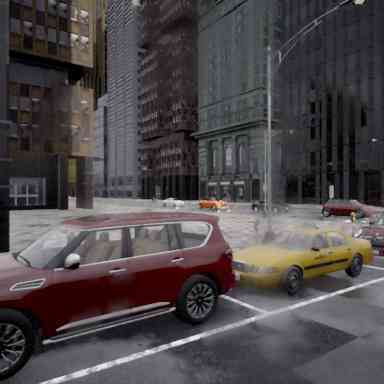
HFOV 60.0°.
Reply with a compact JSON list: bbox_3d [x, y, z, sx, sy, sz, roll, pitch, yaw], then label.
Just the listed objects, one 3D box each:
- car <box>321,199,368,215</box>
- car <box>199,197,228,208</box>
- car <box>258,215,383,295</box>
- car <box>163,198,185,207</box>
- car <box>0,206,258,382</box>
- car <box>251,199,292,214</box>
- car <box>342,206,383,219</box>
[{"bbox_3d":[14.003,1.418,29.638,2.097,1.767,4.553,0,0,-35],"label":"car"},{"bbox_3d":[2.895,1.475,45.238,2.097,1.767,4.553,0,0,-36],"label":"car"},{"bbox_3d":[2.915,1.530,8.735,4.829,1.417,1.752,0,0,-36],"label":"car"},{"bbox_3d":[-2.967,1.678,53.507,1.812,1.442,4.674,0,0,-36],"label":"car"},{"bbox_3d":[-1.507,1.316,5.580,5.009,1.841,2.192,0,0,-36],"label":"car"},{"bbox_3d":[8.759,1.598,36.993,1.837,1.490,4.892,0,0,-35],"label":"car"},{"bbox_3d":[7.613,1.448,12.089,4.097,1.590,1.967,0,0,-36],"label":"car"}]
